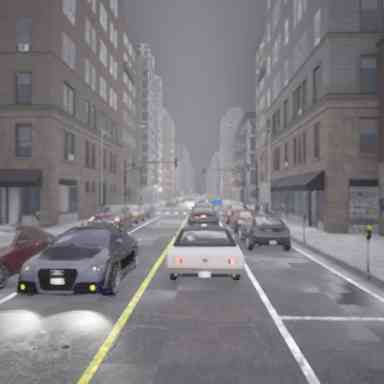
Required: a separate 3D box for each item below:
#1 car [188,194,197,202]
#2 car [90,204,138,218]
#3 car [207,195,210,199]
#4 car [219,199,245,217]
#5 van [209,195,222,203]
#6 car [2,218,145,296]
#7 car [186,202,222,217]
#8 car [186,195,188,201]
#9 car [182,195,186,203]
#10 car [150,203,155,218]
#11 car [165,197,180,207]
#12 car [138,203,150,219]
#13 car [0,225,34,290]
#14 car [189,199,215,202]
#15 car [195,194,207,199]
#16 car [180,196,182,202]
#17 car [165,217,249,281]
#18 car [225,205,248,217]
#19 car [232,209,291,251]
[{"bbox_3d":[-0.049,1.690,89.986,2.097,1.767,4.553,0,0,2],"label":"car"},{"bbox_3d":[-4.812,1.522,20.150,1.967,1.590,4.097,0,0,2],"label":"car"},{"bbox_3d":[5.059,1.974,80.728,1.802,1.307,4.206,0,0,2],"label":"car"},{"bbox_3d":[3.377,1.572,25.429,1.967,1.590,4.097,0,0,2],"label":"car"},{"bbox_3d":[4.368,1.628,58.015,1.690,1.788,3.998,0,0,2],"label":"van"},{"bbox_3d":[-2.623,1.598,8.616,1.994,1.385,4.181,0,0,2],"label":"car"},{"bbox_3d":[0.695,1.603,20.588,1.837,1.490,4.892,0,-1,2],"label":"car"},{"bbox_3d":[-2.790,1.958,86.645,1.947,1.339,4.313,0,0,2],"label":"car"},{"bbox_3d":[-2.968,1.894,80.796,1.752,1.417,4.829,0,0,2],"label":"car"},{"bbox_3d":[-4.477,1.686,31.180,2.008,1.369,4.403,0,0,2],"label":"car"},{"bbox_3d":[-3.654,1.815,58.249,2.008,1.369,4.403,0,0,2],"label":"car"},{"bbox_3d":[-4.650,1.633,25.494,1.752,1.417,4.829,0,0,2],"label":"car"},{"bbox_3d":[-5.148,1.611,9.117,1.802,1.307,4.206,0,0,2],"label":"car"},{"bbox_3d":[0.906,1.655,30.914,1.837,1.490,4.892,0,0,2],"label":"car"},{"bbox_3d":[2.521,1.885,84.046,2.033,1.411,5.357,0,0,2],"label":"car"},{"bbox_3d":[-3.481,1.836,63.928,1.887,1.381,4.507,0,0,2],"label":"car"},{"bbox_3d":[0.371,1.650,9.983,1.895,1.301,4.718,0,0,2],"label":"car"},{"bbox_3d":[3.209,1.687,19.912,1.802,1.307,4.206,0,0,2],"label":"car"},{"bbox_3d":[3.041,1.629,14.396,2.008,1.369,4.403,0,0,2],"label":"car"}]
